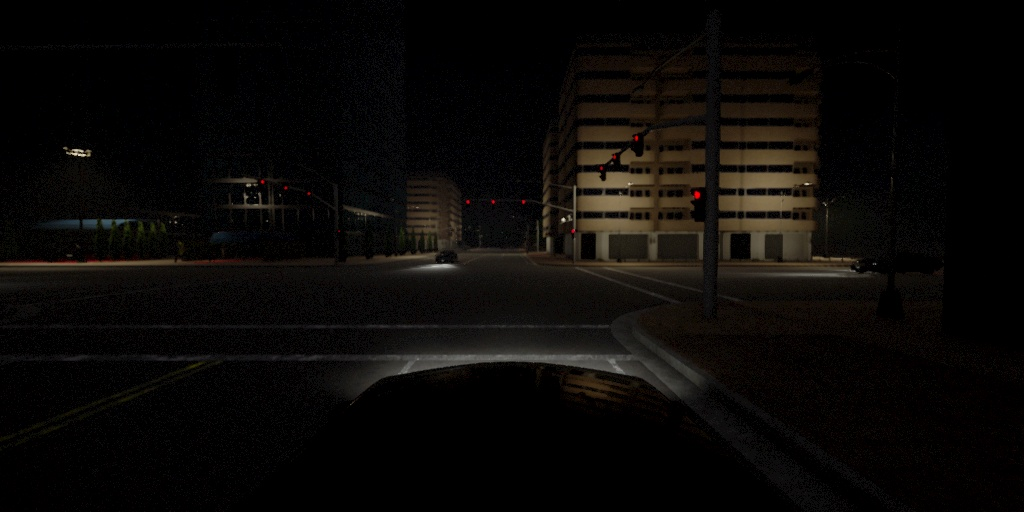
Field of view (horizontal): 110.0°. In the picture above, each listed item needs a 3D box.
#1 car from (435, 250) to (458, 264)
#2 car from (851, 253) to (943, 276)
[{"bbox_3d":[-7.007,0.113,38.769,2.128,1.511,4.902,0,3,0],"label":"car"},{"bbox_3d":[26.191,0.512,24.580,4.902,1.511,2.128,0,2,0],"label":"car"}]
